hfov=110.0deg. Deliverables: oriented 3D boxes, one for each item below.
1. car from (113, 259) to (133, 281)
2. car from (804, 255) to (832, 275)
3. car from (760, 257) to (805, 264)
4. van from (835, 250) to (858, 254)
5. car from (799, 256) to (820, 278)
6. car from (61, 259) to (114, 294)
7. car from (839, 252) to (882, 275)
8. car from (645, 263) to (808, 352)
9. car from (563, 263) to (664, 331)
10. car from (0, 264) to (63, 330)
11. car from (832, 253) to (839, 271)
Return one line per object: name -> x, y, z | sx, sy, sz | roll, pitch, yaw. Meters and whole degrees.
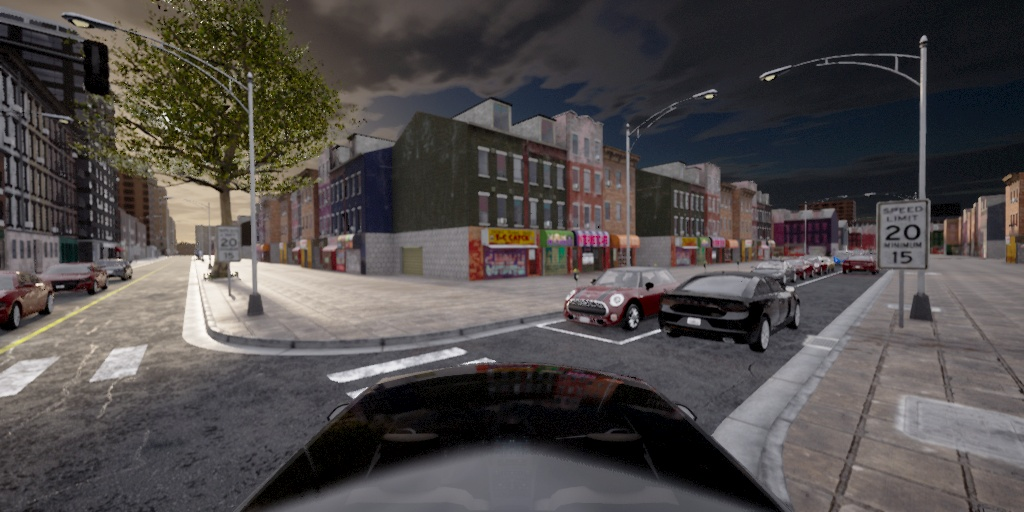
car -> -28.899, 0.989, 25.830 | 2.128, 1.511, 4.902 | -2, 1, -41
car -> 23.561, 0.660, 28.467 | 4.097, 1.591, 1.967 | 0, 0, -42
car -> 15.462, 0.924, 21.222 | 4.403, 1.370, 2.007 | 0, 0, -42
van -> 39.760, 0.261, 42.956 | 3.998, 1.789, 1.690 | 0, 0, -42
car -> 19.511, 0.841, 24.844 | 4.507, 1.381, 1.888 | 0, 0, -42
car -> -21.818, 1.073, 17.857 | 1.882, 1.535, 5.008 | -2, 2, -42
car -> 28.570, 0.657, 29.330 | 5.008, 1.535, 1.882 | -1, 1, -41
car -> 5.416, 1.097, 8.692 | 5.008, 1.535, 1.882 | -1, 1, -42
car -> 3.312, 1.046, 10.356 | 4.097, 1.591, 1.967 | 0, 0, -42
car -> -14.890, 1.171, 10.079 | 1.882, 1.535, 5.008 | -2, 2, -42
car -> 27.484, 0.670, 31.976 | 4.829, 1.417, 1.751 | 0, 0, -42
